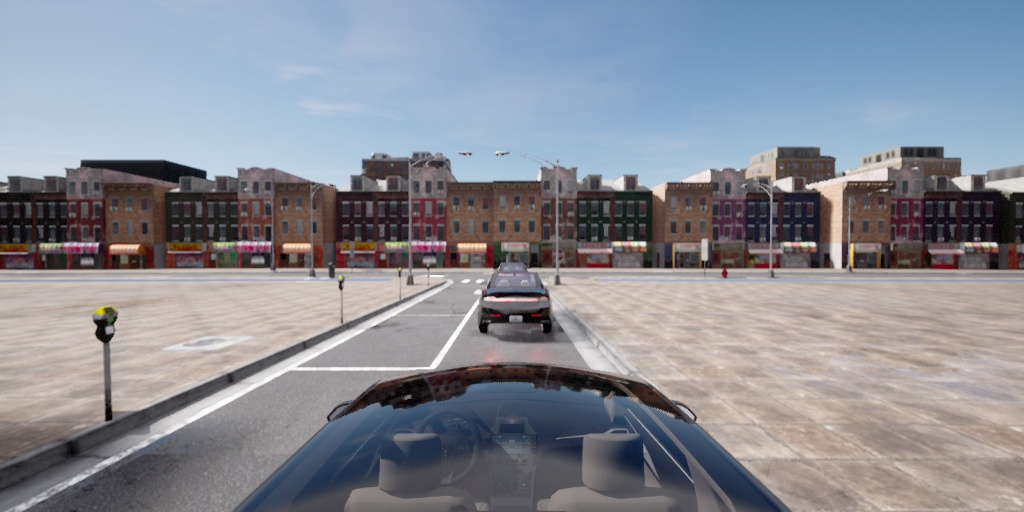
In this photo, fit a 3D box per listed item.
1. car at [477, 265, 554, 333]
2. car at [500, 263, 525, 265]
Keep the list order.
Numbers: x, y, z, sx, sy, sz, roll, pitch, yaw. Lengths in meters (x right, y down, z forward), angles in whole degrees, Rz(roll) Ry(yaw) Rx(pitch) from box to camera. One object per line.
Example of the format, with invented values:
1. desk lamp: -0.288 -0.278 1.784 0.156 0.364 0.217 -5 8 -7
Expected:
1. car: 0.077 1.173 10.422 2.128 1.511 4.902 0 0 0
2. car: 0.013 1.101 19.693 2.128 1.511 4.902 0 0 -1
